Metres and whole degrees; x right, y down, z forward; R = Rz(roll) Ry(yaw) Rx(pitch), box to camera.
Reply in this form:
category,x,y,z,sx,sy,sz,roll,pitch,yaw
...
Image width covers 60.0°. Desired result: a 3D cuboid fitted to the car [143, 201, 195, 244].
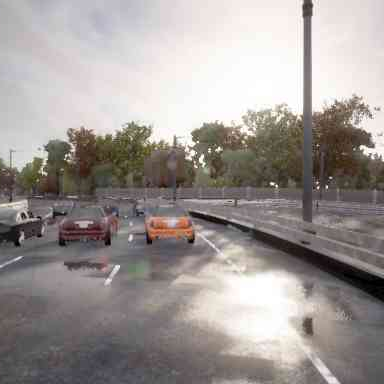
category,x,y,z,sx,sy,sz,roll,pitch,yaw
car,-1.163,1.364,15.900,2.097,1.767,4.553,0,0,-8

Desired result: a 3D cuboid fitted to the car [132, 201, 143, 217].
category,x,y,z,sx,sy,sz,roll,pitch,yaw
car,-4.619,1.561,31.790,2.033,1.411,5.357,0,0,-16

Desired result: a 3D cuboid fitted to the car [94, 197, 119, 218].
category,x,y,z,sx,sy,sz,roll,pitch,yaw
car,-7.969,1.364,30.775,2.097,1.767,4.553,0,0,-16

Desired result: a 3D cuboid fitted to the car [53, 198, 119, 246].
category,x,y,z,sx,sy,sz,roll,pitch,yaw
car,-4.627,1.364,15.401,2.097,1.767,4.553,0,0,-8

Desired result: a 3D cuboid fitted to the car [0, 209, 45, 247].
category,x,y,z,sx,sy,sz,roll,pitch,yaw
car,-8.095,1.514,14.931,1.837,1.490,4.892,0,0,-8
